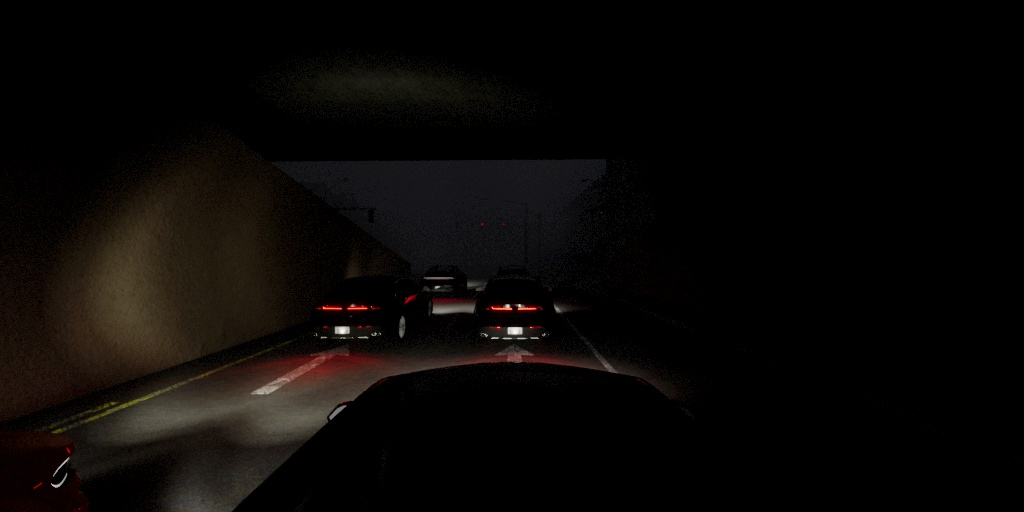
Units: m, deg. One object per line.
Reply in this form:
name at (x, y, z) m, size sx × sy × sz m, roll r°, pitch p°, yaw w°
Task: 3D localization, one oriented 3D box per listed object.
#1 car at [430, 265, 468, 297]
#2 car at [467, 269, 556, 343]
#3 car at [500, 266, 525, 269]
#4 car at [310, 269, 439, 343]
car at (-3.484, 1.242, 18.994) m, size 2.128 × 1.511 × 4.902 m, roll 0°, pitch 0°, yaw -1°
car at (0.053, 1.255, 9.620) m, size 1.837 × 1.490 × 4.892 m, roll 0°, pitch 0°, yaw 0°
car at (0.012, 1.255, 19.030) m, size 1.837 × 1.490 × 4.892 m, roll 0°, pitch 0°, yaw 0°
car at (-3.448, 1.255, 9.677) m, size 1.837 × 1.490 × 4.892 m, roll 0°, pitch 0°, yaw 0°
